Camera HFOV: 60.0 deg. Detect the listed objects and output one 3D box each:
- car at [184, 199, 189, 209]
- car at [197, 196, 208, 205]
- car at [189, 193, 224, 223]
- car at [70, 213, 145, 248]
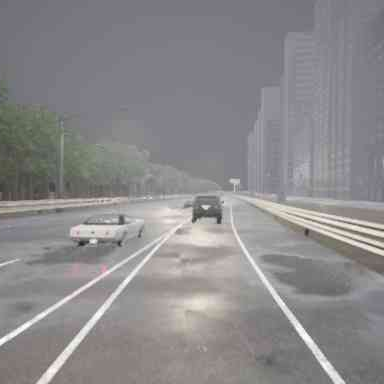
[{"bbox_3d":[0.093,1.608,46.194,1.994,1.385,4.181,1,0,6],"label":"car"},{"bbox_3d":[2.093,1.607,64.107,1.812,1.442,4.674,1,0,6],"label":"car"},{"bbox_3d":[1.325,1.258,26.284,2.150,2.045,5.566,0,0,7],"label":"car"},{"bbox_3d":[-3.473,1.584,14.770,1.895,1.301,4.718,0,0,6],"label":"car"}]
